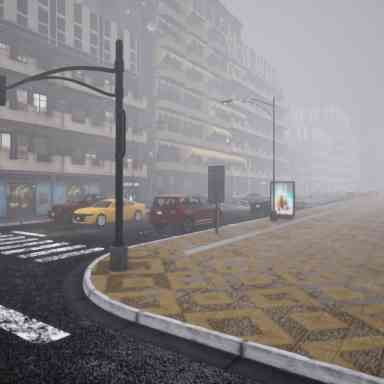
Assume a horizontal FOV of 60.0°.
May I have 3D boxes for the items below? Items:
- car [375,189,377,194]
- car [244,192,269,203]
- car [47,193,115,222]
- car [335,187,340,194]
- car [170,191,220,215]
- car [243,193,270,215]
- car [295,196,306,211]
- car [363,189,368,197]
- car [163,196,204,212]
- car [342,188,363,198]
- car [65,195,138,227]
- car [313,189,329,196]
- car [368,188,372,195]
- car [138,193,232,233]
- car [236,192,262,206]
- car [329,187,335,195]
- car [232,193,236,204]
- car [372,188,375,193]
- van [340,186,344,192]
[{"bbox_3d":[44.265,-0.221,81.419,2.008,1.369,4.403,1,2,35],"label":"car"},{"bbox_3d":[8.782,0.754,45.220,1.802,1.307,4.206,2,2,35],"label":"car"},{"bbox_3d":[-7.085,1.010,22.474,2.192,1.841,5.009,1,2,35],"label":"car"},{"bbox_3d":[34.175,-0.240,81.600,1.967,1.590,4.097,2,2,35],"label":"car"},{"bbox_3d":[0.331,0.878,28.606,2.097,1.767,4.553,0,1,35],"label":"car"},{"bbox_3d":[6.169,1.069,26.832,1.947,1.339,4.313,1,2,35],"label":"car"},{"bbox_3d":[9.344,0.964,31.382,1.947,1.339,4.313,1,2,35],"label":"car"},{"bbox_3d":[31.567,0.098,63.220,1.967,1.590,4.097,1,2,35],"label":"car"},{"bbox_3d":[-0.739,1.069,31.577,1.802,1.307,4.206,2,2,35],"label":"car"},{"bbox_3d":[28.392,0.308,58.675,1.887,1.381,4.507,1,2,35],"label":"car"},{"bbox_3d":[-5.054,1.180,20.885,1.882,1.535,5.008,0,1,34],"label":"car"},{"bbox_3d":[27.826,-0.025,72.503,1.967,1.590,4.097,2,2,35],"label":"car"},{"bbox_3d":[34.741,0.095,67.772,1.887,1.381,4.507,1,2,35],"label":"car"},{"bbox_3d":[-0.179,1.026,17.728,2.192,1.841,5.009,1,2,35],"label":"car"},{"bbox_3d":[7.361,0.798,38.659,1.837,1.490,4.892,0,2,35],"label":"car"},{"bbox_3d":[31.000,-0.028,77.055,1.887,1.381,4.507,2,2,35],"label":"car"},{"bbox_3d":[5.609,0.828,40.672,2.008,1.369,4.403,2,2,35],"label":"car"},{"bbox_3d":[37.916,-0.012,72.321,1.887,1.381,4.507,1,2,35],"label":"car"},{"bbox_3d":[37.349,-0.446,86.145,1.690,1.788,3.998,2,2,35],"label":"van"}]
